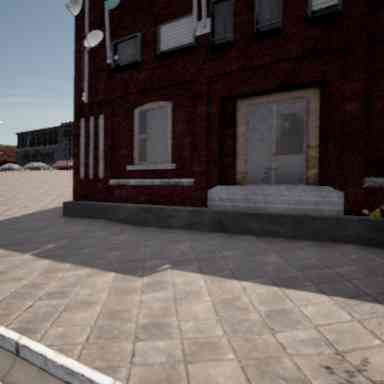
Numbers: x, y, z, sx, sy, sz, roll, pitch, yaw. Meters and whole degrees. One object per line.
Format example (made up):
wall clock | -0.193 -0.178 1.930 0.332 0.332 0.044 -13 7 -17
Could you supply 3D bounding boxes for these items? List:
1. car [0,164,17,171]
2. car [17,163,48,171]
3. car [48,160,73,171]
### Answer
car | -25.603 -3.286 47.643 4.674 1.452 2.002 1 1 28
car | -20.772 -3.240 45.181 4.892 1.521 2.231 1 1 27
car | -15.693 -3.260 42.736 4.553 1.767 2.185 1 1 26
